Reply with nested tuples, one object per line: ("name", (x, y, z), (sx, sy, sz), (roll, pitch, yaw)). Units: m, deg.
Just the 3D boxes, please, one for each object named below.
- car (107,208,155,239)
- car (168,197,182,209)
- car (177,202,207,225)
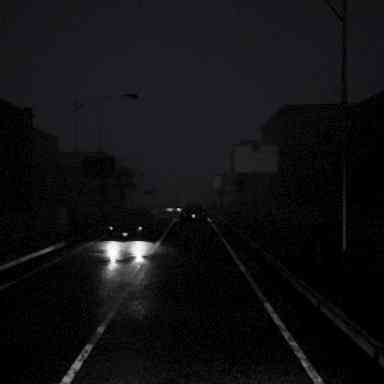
("car", (-3.097, 1.590, 18.042), (2.033, 1.411, 5.357), (0, 0, 0))
("car", (-3.020, 1.947, 59.794), (2.150, 2.045, 5.566), (0, -1, 1))
("car", (0.108, 1.658, 25.042), (1.994, 1.385, 4.181), (0, -1, 0))
